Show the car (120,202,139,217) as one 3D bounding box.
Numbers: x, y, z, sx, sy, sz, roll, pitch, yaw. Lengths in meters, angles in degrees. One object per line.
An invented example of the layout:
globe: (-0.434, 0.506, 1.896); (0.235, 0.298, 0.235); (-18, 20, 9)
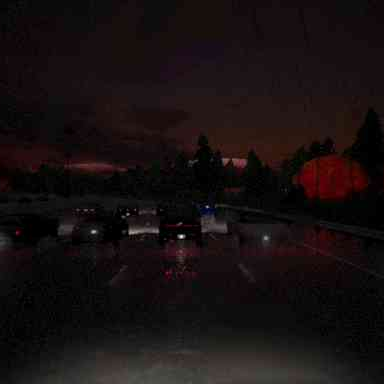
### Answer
car: (-5.872, 1.616, 30.944); (1.895, 1.301, 4.718); (0, 0, -9)

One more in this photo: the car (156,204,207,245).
car: (-0.605, 1.516, 15.624); (1.837, 1.490, 4.892); (0, 0, -4)

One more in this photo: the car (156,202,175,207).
car: (-2.412, 1.616, 31.471); (1.895, 1.301, 4.718); (0, 0, -9)

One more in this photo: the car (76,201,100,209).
car: (-9.327, 1.563, 30.388); (2.033, 1.411, 5.357); (0, 0, -9)

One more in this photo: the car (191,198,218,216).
car: (1.057, 1.366, 31.939); (2.097, 1.767, 4.553); (0, 0, -9)

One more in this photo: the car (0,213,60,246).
car: (-7.587, 1.616, 15.124); (1.895, 1.301, 4.718); (0, 0, -4)

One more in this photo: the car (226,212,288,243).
car: (2.883, 1.616, 15.919); (1.895, 1.301, 4.718); (0, 0, -4)

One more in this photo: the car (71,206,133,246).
car: (-4.095, 1.572, 15.359); (1.994, 1.385, 4.181); (0, 0, -4)
